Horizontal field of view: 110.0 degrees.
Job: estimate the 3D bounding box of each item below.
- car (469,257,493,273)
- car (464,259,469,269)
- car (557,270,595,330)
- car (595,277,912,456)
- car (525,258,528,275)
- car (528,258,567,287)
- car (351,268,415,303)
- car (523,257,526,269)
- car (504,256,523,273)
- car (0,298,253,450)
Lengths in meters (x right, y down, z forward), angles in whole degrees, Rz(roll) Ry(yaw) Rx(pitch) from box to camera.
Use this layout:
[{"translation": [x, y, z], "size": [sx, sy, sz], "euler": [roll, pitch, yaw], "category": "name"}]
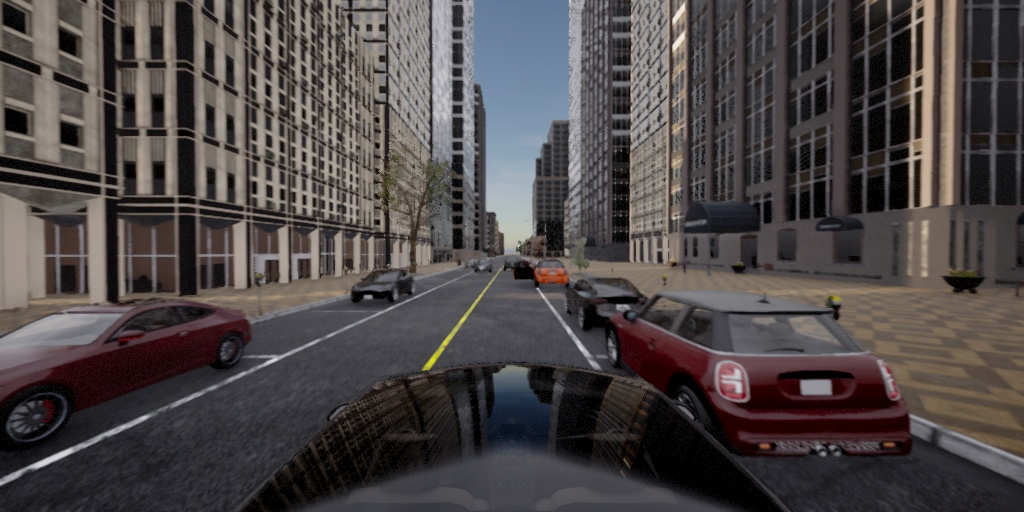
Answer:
[{"translation": [-3.081, 1.075, 39.225], "size": [2.128, 1.511, 4.902], "euler": [0, 0, 0], "category": "car"}, {"translation": [-5.706, 1.081, 50.233], "size": [2.007, 1.370, 4.403], "euler": [0, 0, 0], "category": "car"}, {"translation": [2.686, 1.276, 10.747], "size": [1.948, 1.339, 4.313], "euler": [0, 0, 0], "category": "car"}, {"translation": [2.688, 1.175, 5.105], "size": [1.967, 1.591, 4.097], "euler": [0, 0, 0], "category": "car"}, {"translation": [2.678, 1.109, 39.131], "size": [1.751, 1.417, 4.829], "euler": [0, 0, 0], "category": "car"}, {"translation": [2.383, 1.007, 23.261], "size": [2.097, 1.767, 4.553], "euler": [0, 0, 0], "category": "car"}, {"translation": [-5.697, 1.250, 16.385], "size": [1.948, 1.339, 4.313], "euler": [0, 0, 0], "category": "car"}, {"translation": [2.672, 1.024, 61.532], "size": [1.888, 1.381, 4.507], "euler": [0, 0, 0], "category": "car"}, {"translation": [0.025, 0.903, 45.698], "size": [2.097, 1.767, 4.553], "euler": [0, 0, 1], "category": "car"}, {"translation": [-5.693, 1.316, 5.103], "size": [1.802, 1.307, 4.207], "euler": [0, 0, 0], "category": "car"}]
